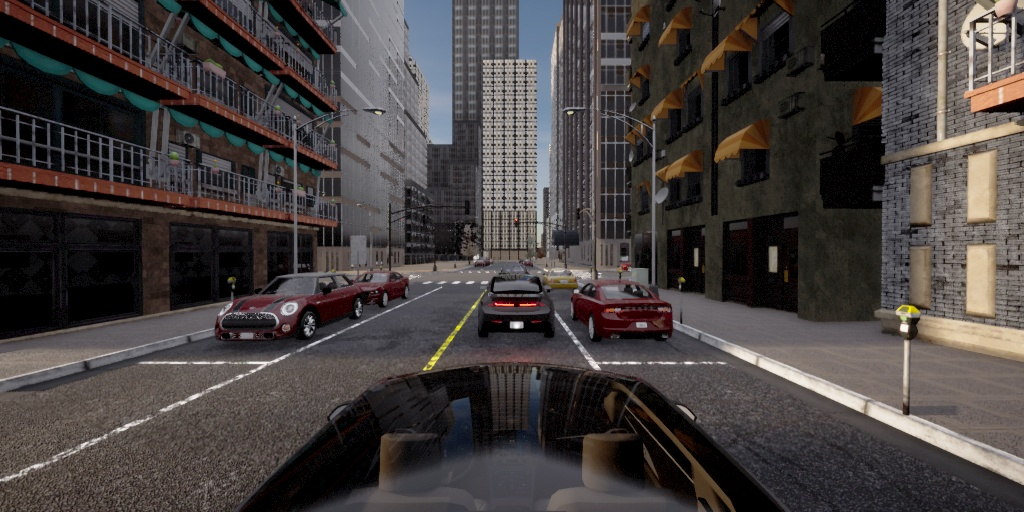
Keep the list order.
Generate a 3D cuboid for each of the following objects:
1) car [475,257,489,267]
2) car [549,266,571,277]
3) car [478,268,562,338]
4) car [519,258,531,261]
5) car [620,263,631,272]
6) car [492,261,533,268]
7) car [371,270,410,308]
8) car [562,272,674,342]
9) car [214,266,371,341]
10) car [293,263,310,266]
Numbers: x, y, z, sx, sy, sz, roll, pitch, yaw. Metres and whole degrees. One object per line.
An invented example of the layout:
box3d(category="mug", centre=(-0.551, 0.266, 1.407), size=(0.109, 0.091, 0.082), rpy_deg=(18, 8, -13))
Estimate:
box3d(category="car", centre=(-5.644, 1.292, 64.242), size=(1.888, 1.381, 4.507), rpy_deg=(0, 0, 0))
box3d(category="car", centre=(2.703, 1.273, 20.878), size=(1.751, 1.417, 4.829), rpy_deg=(0, 0, 0))
box3d(category="car", centre=(0.106, 1.254, 10.212), size=(1.837, 1.490, 4.892), rpy_deg=(0, 0, 0))
box3d(category="car", centre=(2.736, 1.187, 64.234), size=(1.967, 1.591, 4.097), rpy_deg=(0, 0, 0))
box3d(category="car", centre=(14.291, 1.006, 39.842), size=(4.507, 1.381, 1.888), rpy_deg=(0, 0, 0))
box3d(category="car", centre=(0.113, 1.239, 20.346), size=(2.128, 1.511, 4.902), rpy_deg=(0, 0, 0))
box3d(category="car", centre=(-5.682, 1.293, 15.205), size=(1.888, 1.381, 4.507), rpy_deg=(0, 0, 0))
box3d(category="car", centre=(2.695, 1.294, 9.661), size=(1.888, 1.381, 4.507), rpy_deg=(0, 0, 0))
box3d(category="car", centre=(-5.686, 1.189, 9.682), size=(1.967, 1.591, 4.097), rpy_deg=(0, 0, 0))
box3d(category="car", centre=(-23.806, 1.495, 39.550), size=(4.097, 1.591, 1.967), rpy_deg=(0, 0, 0))
